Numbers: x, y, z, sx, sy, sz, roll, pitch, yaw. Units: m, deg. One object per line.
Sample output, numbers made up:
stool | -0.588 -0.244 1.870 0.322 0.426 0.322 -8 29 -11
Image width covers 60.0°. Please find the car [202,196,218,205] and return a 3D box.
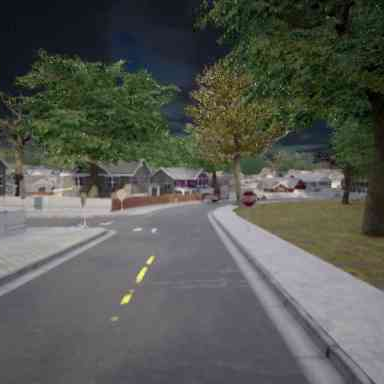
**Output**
car | 3.217 1.463 59.579 2.128 1.511 4.902 1 1 22

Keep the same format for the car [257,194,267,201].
car | 16.986 1.307 82.419 1.837 1.490 4.892 2 2 39
